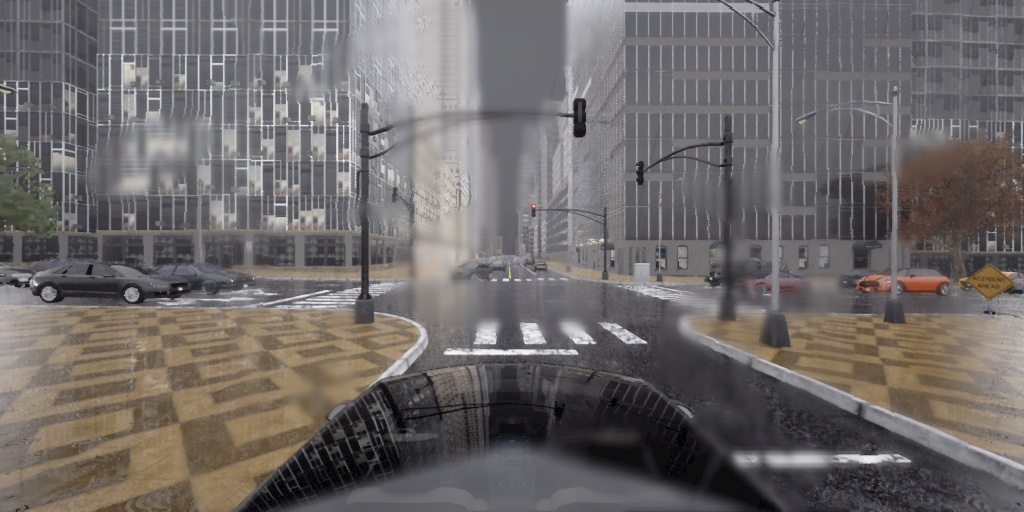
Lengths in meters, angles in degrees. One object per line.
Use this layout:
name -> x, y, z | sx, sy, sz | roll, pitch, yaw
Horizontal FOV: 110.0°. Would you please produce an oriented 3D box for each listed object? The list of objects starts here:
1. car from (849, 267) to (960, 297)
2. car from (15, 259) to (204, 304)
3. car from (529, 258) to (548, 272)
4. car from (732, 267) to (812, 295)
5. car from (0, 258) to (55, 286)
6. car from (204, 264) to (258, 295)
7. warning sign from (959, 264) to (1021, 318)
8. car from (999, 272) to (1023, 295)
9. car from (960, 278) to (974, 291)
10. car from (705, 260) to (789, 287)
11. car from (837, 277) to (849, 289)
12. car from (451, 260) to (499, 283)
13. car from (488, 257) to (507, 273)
car -> 24.785, 1.582, 22.783 | 4.553, 1.767, 2.097 | 1, 0, -3
car -> -15.425, 1.002, 13.979 | 4.892, 1.490, 1.837 | 1, 0, -3
car -> 3.673, 1.344, 46.653 | 1.948, 1.339, 4.313 | 0, 0, -1
car -> 16.092, 1.638, 22.332 | 4.181, 1.385, 1.994 | 1, 0, -3
car -> -25.371, 0.807, 16.719 | 4.902, 1.511, 2.128 | 1, 0, -3
car -> -15.437, 1.045, 17.268 | 5.357, 1.411, 2.033 | 1, 0, 0
warning sign -> 17.215, 1.208, 12.928 | 1.060, 1.860, 1.300 | 0, 0, -3
car -> 33.783, 1.955, 23.244 | 4.181, 1.385, 1.994 | 1, 0, -2
car -> 36.323, 1.915, 26.631 | 5.008, 1.535, 1.882 | 1, 0, -3
car -> 16.905, 1.311, 25.628 | 5.566, 2.045, 2.150 | 1, 0, -3
car -> 26.294, 1.821, 26.120 | 4.181, 1.385, 1.994 | 1, 0, -3
car -> -3.030, 1.285, 28.441 | 1.837, 1.490, 4.892 | 2, 0, 21
car -> -1.775, 1.256, 44.899 | 1.882, 1.535, 5.008 | 0, 0, -1
